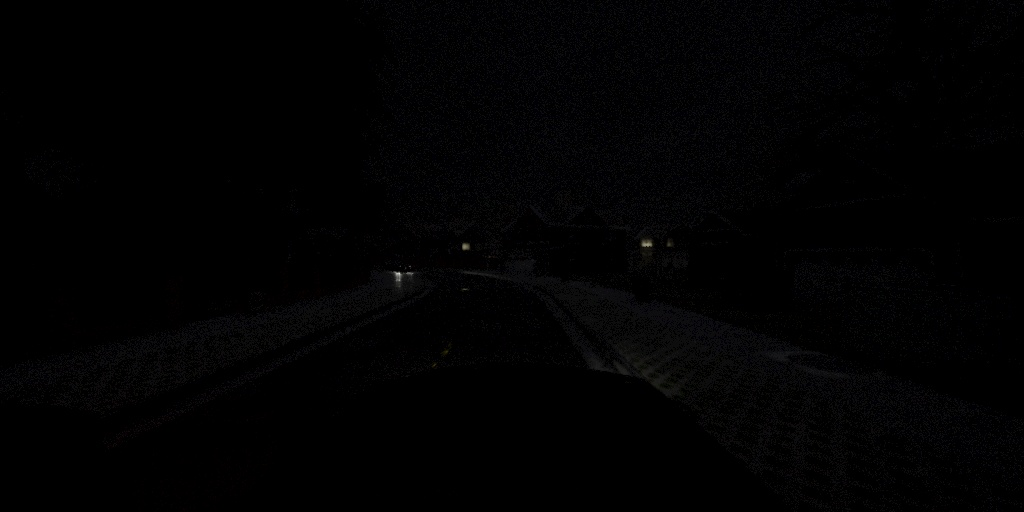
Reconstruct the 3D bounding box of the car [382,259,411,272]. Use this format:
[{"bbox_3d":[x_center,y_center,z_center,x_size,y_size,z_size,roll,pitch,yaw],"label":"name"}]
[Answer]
[{"bbox_3d":[-13.815,1.132,42.826,1.837,1.490,4.892,0,0,-43],"label":"car"}]
